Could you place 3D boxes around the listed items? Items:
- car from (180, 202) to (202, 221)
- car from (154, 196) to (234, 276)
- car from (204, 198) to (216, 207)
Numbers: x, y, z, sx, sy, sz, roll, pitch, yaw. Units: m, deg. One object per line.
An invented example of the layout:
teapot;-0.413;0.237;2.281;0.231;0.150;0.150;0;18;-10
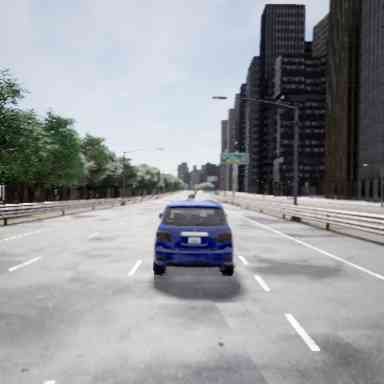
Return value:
car;-0.091;1.729;30.451;1.812;1.442;4.674;1;0;0
car;0.046;1.298;10.839;2.150;2.045;5.566;1;0;0
car;3.363;1.905;62.744;2.128;1.511;4.902;1;0;0
